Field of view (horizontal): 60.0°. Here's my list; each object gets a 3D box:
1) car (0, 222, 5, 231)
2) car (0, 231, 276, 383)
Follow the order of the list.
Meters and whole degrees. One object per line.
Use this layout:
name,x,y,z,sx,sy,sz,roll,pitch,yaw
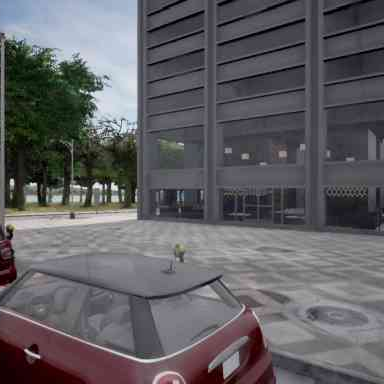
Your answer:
car,-5.686,1.315,7.010,5.009,1.841,2.192,0,0,35
car,-1.257,1.440,3.855,4.097,1.590,1.967,0,0,35
